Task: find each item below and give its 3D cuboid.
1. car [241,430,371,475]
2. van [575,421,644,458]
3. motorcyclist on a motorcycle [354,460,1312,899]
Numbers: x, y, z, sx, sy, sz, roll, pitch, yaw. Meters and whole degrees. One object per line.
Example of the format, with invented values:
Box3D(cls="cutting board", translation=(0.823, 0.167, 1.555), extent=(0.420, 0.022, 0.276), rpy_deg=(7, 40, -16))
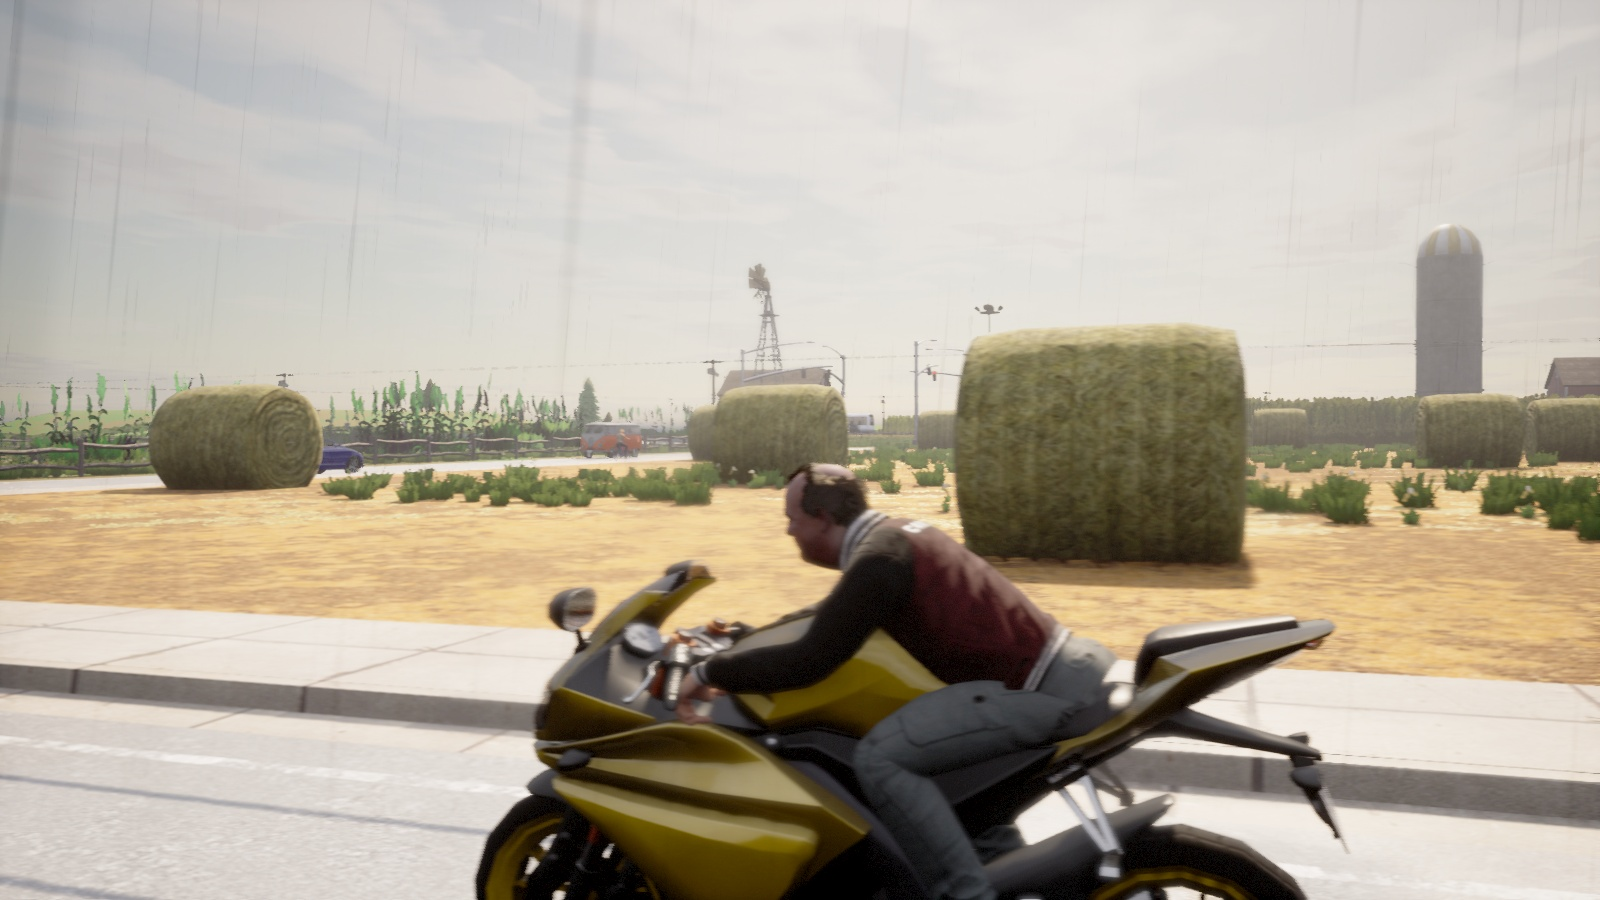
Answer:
Box3D(cls="car", translation=(-17.074, 0.043, 43.602), extent=(1.816, 1.474, 4.193), rpy_deg=(1, 1, 21))
Box3D(cls="van", translation=(-10.551, -0.614, 69.849), extent=(1.775, 1.987, 4.442), rpy_deg=(1, 1, 21))
Box3D(cls="motorcyclist on a motorcycle", translation=(0.075, 0.811, 3.169), extent=(2.191, 1.530, 0.866), rpy_deg=(1, 1, 19))
